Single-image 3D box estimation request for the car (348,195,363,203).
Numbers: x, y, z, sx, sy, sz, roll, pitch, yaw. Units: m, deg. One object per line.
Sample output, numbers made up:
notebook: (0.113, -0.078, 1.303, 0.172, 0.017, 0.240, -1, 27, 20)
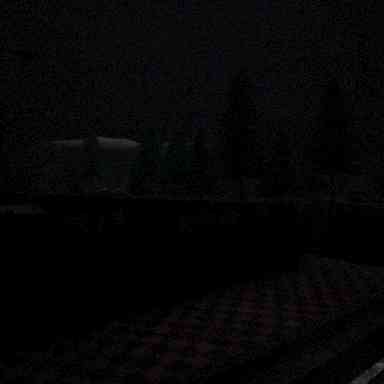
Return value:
car: (34.665, 1.471, 70.663, 2.097, 1.767, 4.553, 0, 0, 11)
